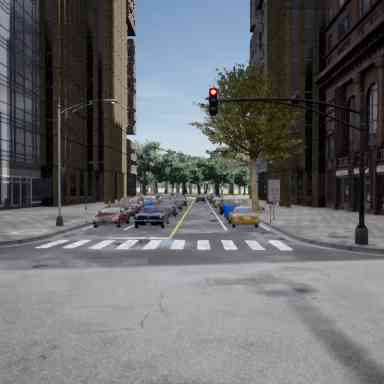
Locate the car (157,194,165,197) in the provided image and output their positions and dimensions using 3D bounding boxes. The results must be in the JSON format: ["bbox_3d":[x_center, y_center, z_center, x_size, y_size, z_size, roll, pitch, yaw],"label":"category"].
[{"bbox_3d":[-4.794,1.269,39.003,2.192,1.841,5.009,-1,0,1],"label":"car"}]

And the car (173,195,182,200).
[{"bbox_3d":[-3.695,1.375,84.427,1.887,1.381,4.507,0,0,1],"label":"car"}]

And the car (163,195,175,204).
[{"bbox_3d":[-4.244,1.336,61.715,1.967,1.590,4.097,0,0,1],"label":"car"}]

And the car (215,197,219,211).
[{"bbox_3d":[3.595,1.531,33.128,1.947,1.339,4.313,-1,0,1],"label":"car"}]

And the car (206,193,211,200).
[{"bbox_3d":[4.277,1.211,61.515,2.192,1.841,5.009,-1,0,1],"label":"car"}]

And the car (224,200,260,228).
[{"bbox_3d":[3.324,1.508,21.941,1.752,1.417,4.829,-1,0,1],"label":"car"}]

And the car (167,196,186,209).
[{"bbox_3d":[-2.071,1.551,40.545,1.895,1.301,4.718,0,0,2],"label":"car"}]

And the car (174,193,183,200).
[{"bbox_3d":[-3.560,1.128,90.104,2.192,1.841,5.009,0,0,1],"label":"car"}]

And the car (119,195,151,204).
[{"bbox_3d":[-5.068,1.290,27.647,2.192,1.841,5.009,-1,0,1],"label":"car"}]

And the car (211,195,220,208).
[{"bbox_3d":[3.873,1.466,44.653,1.752,1.417,4.829,-1,0,1],"label":"car"}]

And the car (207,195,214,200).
[{"bbox_3d":[4.964,1.379,89.903,1.947,1.339,4.313,0,0,1],"label":"car"}]

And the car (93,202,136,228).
[{"bbox_3d":[-5.202,1.565,21.968,1.802,1.307,4.206,-1,0,1],"label":"car"}]

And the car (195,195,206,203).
[{"bbox_3d":[1.729,1.389,65.912,1.837,1.490,4.892,0,0,1],"label":"car"}]

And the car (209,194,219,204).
[{"bbox_3d":[4.006,1.471,50.160,1.887,1.381,4.507,-1,0,1],"label":"car"}]

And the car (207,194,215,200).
[{"bbox_3d":[4.831,1.356,84.395,1.752,1.417,4.829,0,0,1],"label":"car"}]

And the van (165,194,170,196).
[{"bbox_3d":[-4.382,1.252,56.037,1.690,1.788,3.998,0,0,1],"label":"van"}]

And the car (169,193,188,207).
[{"bbox_3d":[-1.791,1.278,50.649,2.097,1.767,4.553,0,0,2],"label":"car"}]

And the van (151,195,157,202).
[{"bbox_3d":[-4.931,1.306,33.325,1.690,1.788,3.998,-1,0,1],"label":"van"}]

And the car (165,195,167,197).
[{"bbox_3d":[-4.654,1.491,44.682,2.008,1.369,4.403,-1,0,1],"label":"car"}]

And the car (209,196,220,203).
[{"bbox_3d":[4.416,1.431,67.193,2.008,1.369,4.403,-1,0,1],"label":"car"}]

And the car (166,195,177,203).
[{"bbox_3d":[-4.106,1.425,67.393,1.887,1.381,4.507,0,0,1],"label":"car"}]

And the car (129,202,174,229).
[{"bbox_3d":[-2.529,1.584,21.901,1.895,1.301,4.718,0,0,1],"label":"car"}]

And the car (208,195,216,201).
[{"bbox_3d":[4.691,1.430,78.548,1.802,1.307,4.206,0,0,1],"label":"car"}]

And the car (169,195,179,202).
[{"bbox_3d":[-3.969,1.446,73.071,1.802,1.307,4.206,0,0,1],"label":"car"}]

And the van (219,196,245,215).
[{"bbox_3d":[3.455,1.316,27.450,1.690,1.788,3.998,-1,0,1],"label":"van"}]

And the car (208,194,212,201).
[{"bbox_3d":[4.142,1.462,55.838,2.008,1.369,4.403,-1,0,1],"label":"car"}]

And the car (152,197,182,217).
[{"bbox_3d":[-2.299,1.474,31.238,1.837,1.490,4.892,0,0,2],"label":"car"}]

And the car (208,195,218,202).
[{"bbox_3d":[4.554,1.415,72.870,2.008,1.369,4.403,-1,0,1],"label":"car"}]
